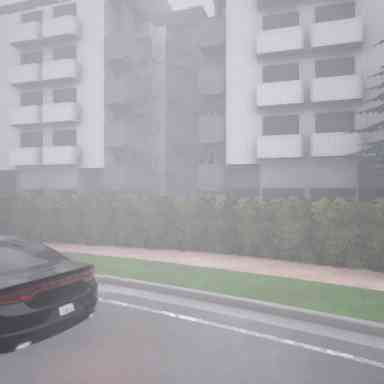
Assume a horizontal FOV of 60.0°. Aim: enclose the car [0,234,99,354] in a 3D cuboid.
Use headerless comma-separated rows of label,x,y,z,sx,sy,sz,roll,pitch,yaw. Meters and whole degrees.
car,-3.921,1.478,5.777,5.008,1.535,1.882,0,0,28
